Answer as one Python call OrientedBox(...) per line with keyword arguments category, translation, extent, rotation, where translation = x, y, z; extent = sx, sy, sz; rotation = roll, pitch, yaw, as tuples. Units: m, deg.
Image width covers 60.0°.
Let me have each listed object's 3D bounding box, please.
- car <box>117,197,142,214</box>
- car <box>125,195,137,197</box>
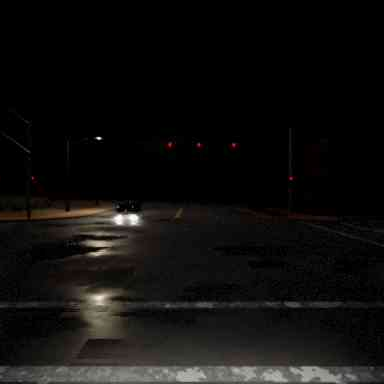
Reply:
OrientedBox(category="car", translation=(-6.558, 1.554, 35.043), extent=(1.895, 1.301, 4.718), rotation=(0, 0, 0))
OrientedBox(category="car", translation=(-10.723, 1.265, 59.350), extent=(2.097, 1.767, 4.553), rotation=(0, 0, -26))
